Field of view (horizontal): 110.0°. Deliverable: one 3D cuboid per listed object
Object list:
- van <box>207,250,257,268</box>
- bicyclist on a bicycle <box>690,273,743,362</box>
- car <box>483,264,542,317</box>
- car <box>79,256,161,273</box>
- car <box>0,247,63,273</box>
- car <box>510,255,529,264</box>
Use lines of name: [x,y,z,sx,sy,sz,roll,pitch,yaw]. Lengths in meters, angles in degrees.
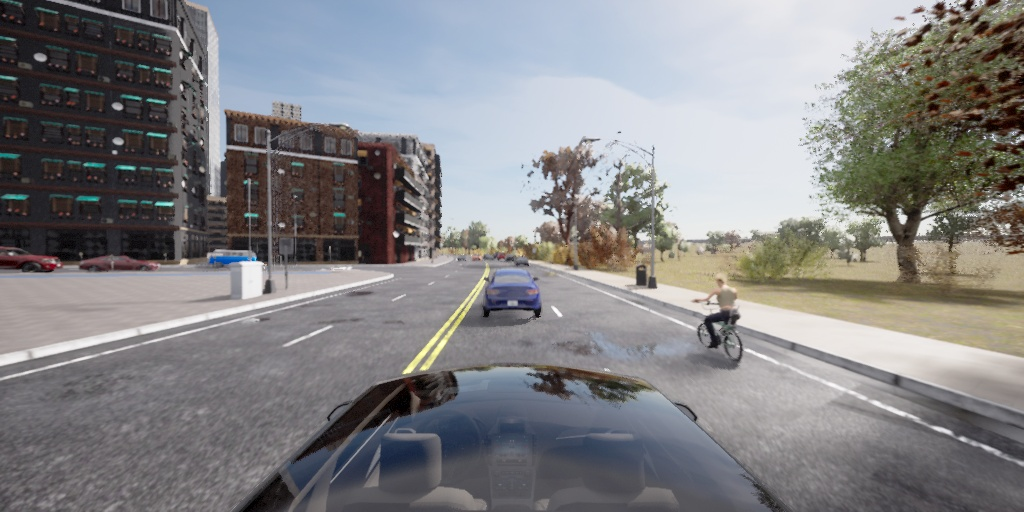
van: [-28.683,0.309,36.968,3.998,1.789,1.690,0,0,-32]
bicyclist on a bicycle: [4.069,1.132,7.074,0.866,1.612,1.509,0,1,0]
car: [-0.022,1.169,12.573,1.812,1.442,4.674,0,1,-1]
car: [-29.162,0.629,26.824,4.207,1.307,1.802,0,0,-32]
car: [-33.955,0.307,23.866,5.009,1.841,2.192,0,0,-32]
car: [1.348,0.773,53.195,2.033,1.411,5.357,0,1,-4]
